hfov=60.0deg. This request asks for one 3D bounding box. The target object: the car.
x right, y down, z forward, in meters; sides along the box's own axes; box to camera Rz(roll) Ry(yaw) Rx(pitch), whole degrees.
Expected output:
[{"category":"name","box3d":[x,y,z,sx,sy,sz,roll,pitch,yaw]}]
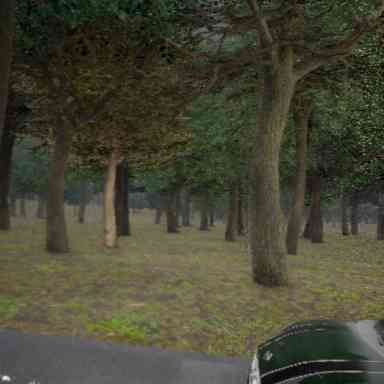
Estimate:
[{"category":"car","box3d":[2.738,1.695,2.849,4.553,1.767,2.097,2,-4,9]}]
